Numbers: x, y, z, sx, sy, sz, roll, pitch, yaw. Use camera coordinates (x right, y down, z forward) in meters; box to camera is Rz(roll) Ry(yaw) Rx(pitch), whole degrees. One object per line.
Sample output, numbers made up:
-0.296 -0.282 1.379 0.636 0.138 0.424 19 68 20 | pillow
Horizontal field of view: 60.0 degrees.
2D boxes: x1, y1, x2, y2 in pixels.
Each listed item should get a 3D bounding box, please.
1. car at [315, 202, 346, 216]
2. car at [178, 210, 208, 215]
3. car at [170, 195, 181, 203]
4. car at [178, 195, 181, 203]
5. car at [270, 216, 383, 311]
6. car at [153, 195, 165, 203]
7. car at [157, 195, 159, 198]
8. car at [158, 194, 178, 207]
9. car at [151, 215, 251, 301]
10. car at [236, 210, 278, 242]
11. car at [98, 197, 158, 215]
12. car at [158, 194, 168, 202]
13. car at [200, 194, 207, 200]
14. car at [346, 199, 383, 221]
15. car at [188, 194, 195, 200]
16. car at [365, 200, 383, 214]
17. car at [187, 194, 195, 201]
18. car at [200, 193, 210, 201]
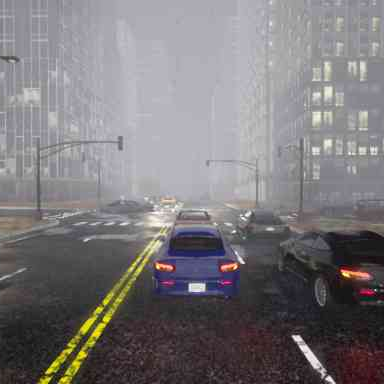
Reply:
15.030 1.702 33.729 4.718 1.301 1.895 0 1 1 | car
0.066 1.591 17.350 1.895 1.301 4.718 0 0 0 | car
-3.397 1.418 69.152 1.882 1.535 5.008 0 0 0 | car
-3.452 1.554 58.624 1.895 1.301 4.718 0 0 0 | car
3.336 1.522 7.621 1.812 1.442 4.674 0 0 0 | car
-6.666 1.448 66.937 1.837 1.490 4.892 0 0 0 | car
-6.702 1.460 57.583 1.837 1.490 4.892 0 0 0 | car
-3.447 1.442 49.245 1.882 1.535 5.008 0 0 0 | car
0.084 1.522 8.184 1.812 1.442 4.674 0 0 0 | car
3.320 1.555 16.190 1.994 1.385 4.181 0 0 -1 | car
-6.484 1.478 32.766 5.357 1.411 2.033 0 1 -23 | car
-6.664 1.285 76.862 2.097 1.767 4.553 0 0 0 | car
3.061 1.338 89.151 1.895 1.301 4.718 0 0 0 | car
16.143 1.519 27.942 5.009 1.841 2.192 1 0 1 | car
-0.189 1.267 89.114 1.812 1.442 4.674 0 0 0 | car
21.734 1.643 36.240 4.829 1.417 1.752 1 0 1 | car
-0.167 1.514 79.142 1.895 1.301 4.718 0 0 0 | car
3.084 1.144 78.733 2.150 2.045 5.566 0 0 0 | car
